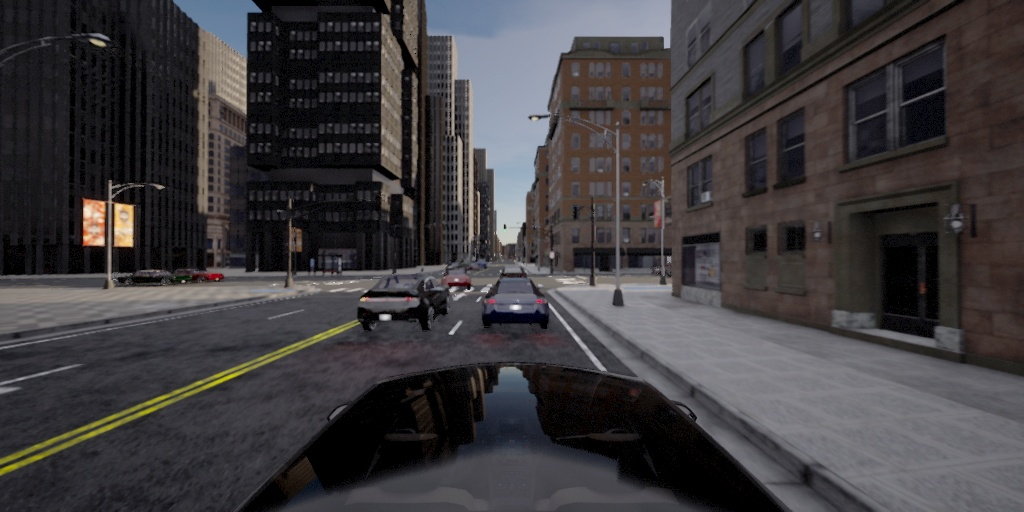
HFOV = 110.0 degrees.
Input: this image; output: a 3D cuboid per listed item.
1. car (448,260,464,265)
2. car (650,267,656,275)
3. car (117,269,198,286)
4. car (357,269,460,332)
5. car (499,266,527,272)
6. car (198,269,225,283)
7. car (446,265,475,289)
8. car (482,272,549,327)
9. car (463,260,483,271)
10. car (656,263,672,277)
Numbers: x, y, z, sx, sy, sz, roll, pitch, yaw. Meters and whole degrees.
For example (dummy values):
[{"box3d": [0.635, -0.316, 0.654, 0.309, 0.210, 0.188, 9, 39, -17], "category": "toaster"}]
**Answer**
[{"box3d": [-9.799, 1.789, 60.220, 2.128, 1.511, 4.902, 0, -1, 0], "category": "car"}, {"box3d": [17.803, 1.465, 39.755, 4.674, 1.442, 1.812, 0, 0, -1], "category": "car"}, {"box3d": [-29.342, 1.811, 29.640, 4.718, 1.301, 1.895, 0, 0, 0], "category": "car"}, {"box3d": [-3.148, 1.329, 11.300, 2.128, 1.511, 4.902, 0, -1, 0], "category": "car"}, {"box3d": [0.098, 1.442, 25.940, 1.882, 1.535, 5.008, 0, 0, 0], "category": "car"}, {"box3d": [-29.244, 1.835, 32.890, 4.718, 1.301, 1.895, 0, 0, 0], "category": "car"}, {"box3d": [-3.957, 1.528, 25.161, 1.994, 1.385, 4.181, 0, 0, -10], "category": "car"}, {"box3d": [0.101, 1.406, 11.872, 1.994, 1.385, 4.181, 0, -1, 0], "category": "car"}, {"box3d": [-6.553, 1.861, 60.191, 1.994, 1.385, 4.181, 0, -1, 0], "category": "car"}, {"box3d": [18.040, 1.462, 36.505, 5.357, 1.411, 2.033, 0, 0, -1], "category": "car"}]
